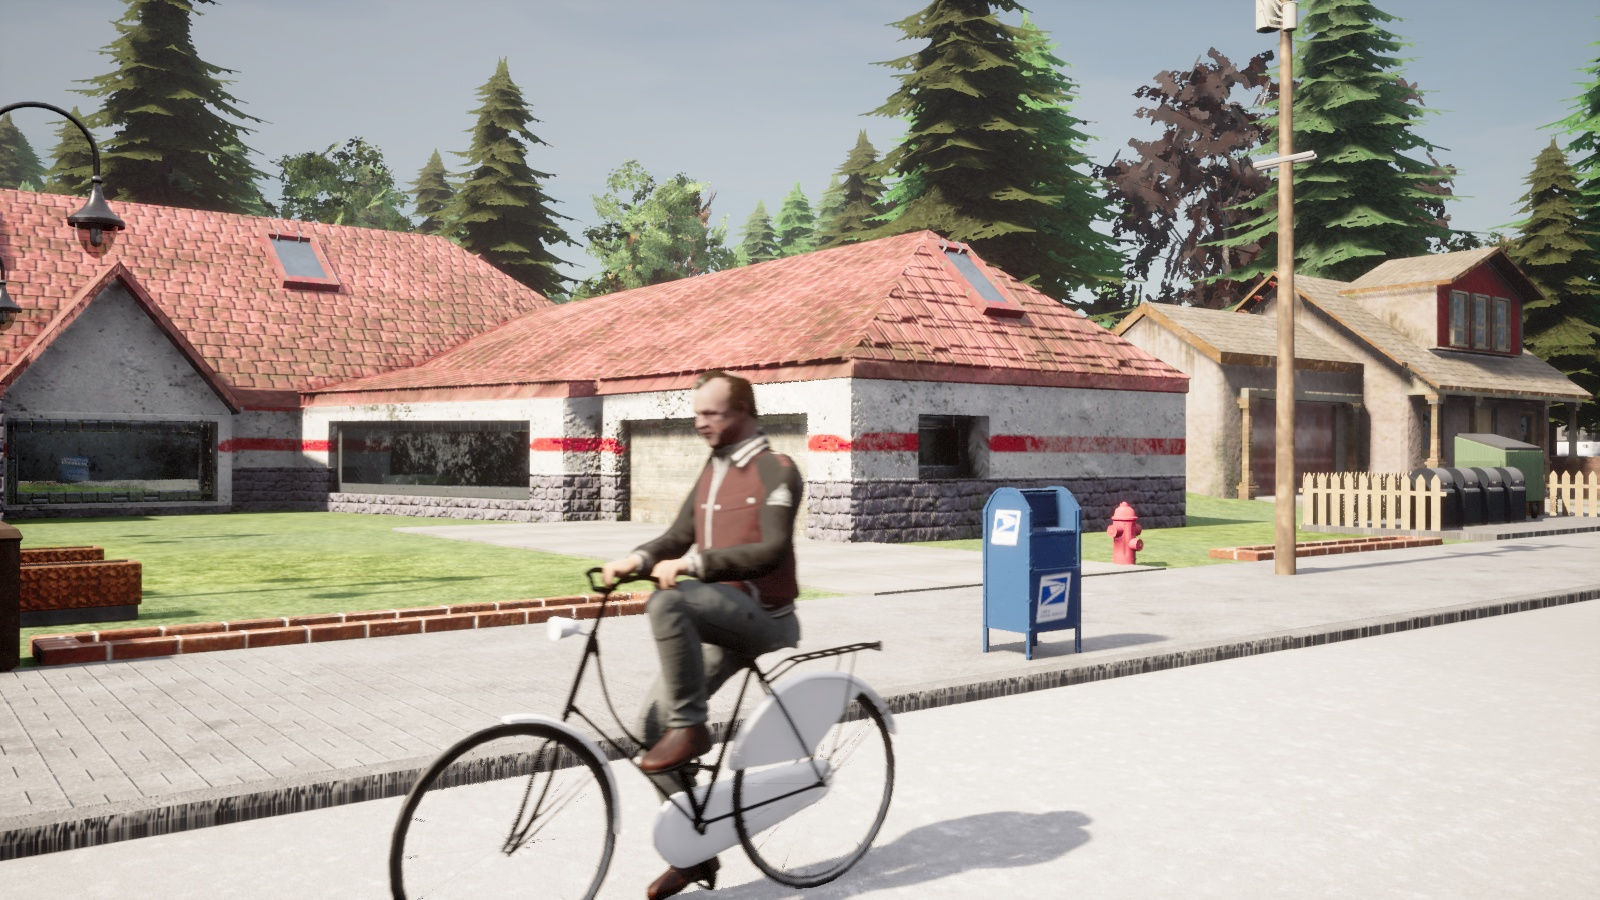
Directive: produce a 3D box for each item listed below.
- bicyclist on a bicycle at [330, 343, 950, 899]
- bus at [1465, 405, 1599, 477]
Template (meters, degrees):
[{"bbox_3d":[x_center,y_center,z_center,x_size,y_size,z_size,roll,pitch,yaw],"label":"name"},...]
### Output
[{"bbox_3d":[-0.429,0.626,3.937,1.843,1.776,0.659,0,0,-37],"label":"bicyclist on a bicycle"},{"bbox_3d":[47.497,-0.542,77.922,3.944,4.253,10.273,0,0,-37],"label":"bus"}]
